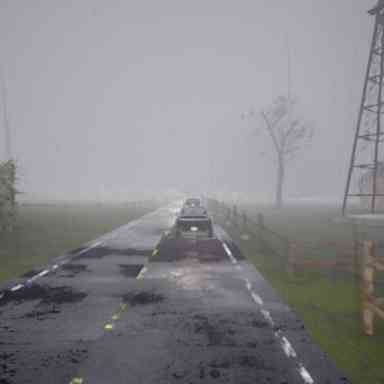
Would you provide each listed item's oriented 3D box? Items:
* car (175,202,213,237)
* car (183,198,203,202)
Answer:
[{"bbox_3d":[0.100,1.502,17.968,2.128,1.511,4.902,0,0,0],"label":"car"},{"bbox_3d":[0.102,1.381,35.788,2.097,1.767,4.553,0,0,0],"label":"car"}]
